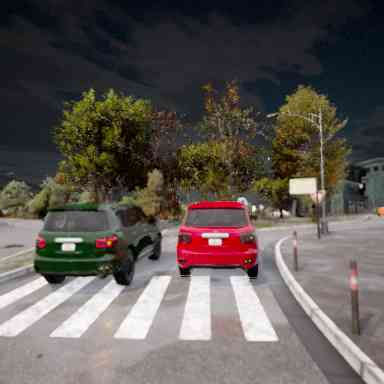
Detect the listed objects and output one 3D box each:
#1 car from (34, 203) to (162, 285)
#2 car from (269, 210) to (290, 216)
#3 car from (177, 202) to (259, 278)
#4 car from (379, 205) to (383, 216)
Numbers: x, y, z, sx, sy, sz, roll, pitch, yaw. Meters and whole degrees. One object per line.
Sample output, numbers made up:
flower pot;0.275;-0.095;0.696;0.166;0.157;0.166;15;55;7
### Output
car;-2.443;1.358;10.086;2.150;2.045;5.566;-1;-1;7
car;19.110;4.697;72.776;4.674;1.442;1.812;-4;-6;37
car;0.944;1.325;10.715;2.150;2.045;5.566;-1;-1;8
car;29.224;2.637;49.175;2.097;1.767;4.553;-5;-5;41
